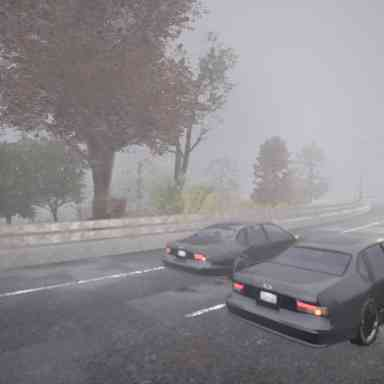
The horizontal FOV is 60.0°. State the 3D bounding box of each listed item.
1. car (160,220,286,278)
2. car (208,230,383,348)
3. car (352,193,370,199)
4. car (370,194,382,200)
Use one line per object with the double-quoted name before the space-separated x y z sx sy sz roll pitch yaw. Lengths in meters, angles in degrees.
"car" 1.676 1.536 9.732 5.357 1.411 2.033 0 0 -40
"car" 3.027 1.528 6.312 5.357 1.411 2.033 0 0 -39
"car" 39.536 1.072 79.278 2.128 1.511 4.902 0 0 4
"car" 43.009 1.066 78.847 2.033 1.411 5.357 0 0 4
